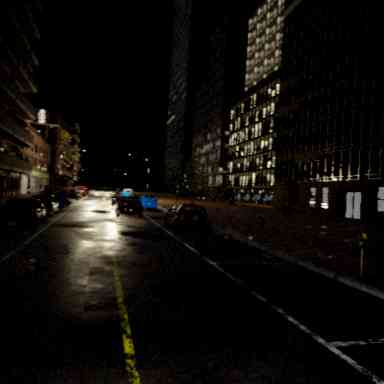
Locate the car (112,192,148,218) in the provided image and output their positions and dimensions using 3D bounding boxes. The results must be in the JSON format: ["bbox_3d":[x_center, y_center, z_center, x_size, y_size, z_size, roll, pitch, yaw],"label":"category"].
[{"bbox_3d":[-4.878,1.058,25.628,1.882,1.535,5.008,4,0,-15],"label":"car"}]

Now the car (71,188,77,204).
[{"bbox_3d":[-12.727,0.570,32.616,1.752,1.417,4.829,5,0,-15],"label":"car"}]

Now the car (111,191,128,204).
[{"bbox_3d":[-8.183,0.921,37.800,1.895,1.301,4.718,4,0,-15],"label":"car"}]

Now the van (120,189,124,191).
[{"bbox_3d":[-11.963,0.325,61.850,1.690,1.788,3.998,5,0,-15],"label":"van"}]

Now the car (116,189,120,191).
[{"bbox_3d":[-16.388,0.163,78.138,1.752,1.417,4.829,5,0,-15],"label":"car"}]

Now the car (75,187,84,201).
[{"bbox_3d":[-15.684,0.362,43.529,2.008,1.369,4.403,5,0,-15],"label":"car"}]

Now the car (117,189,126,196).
[{"bbox_3d":[-17.801,0.072,83.349,1.887,1.381,4.507,5,0,-15],"label":"car"}]

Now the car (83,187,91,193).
[{"bbox_3d":[-27.330,-0.519,86.530,1.802,1.307,4.206,5,0,-15],"label":"car"}]

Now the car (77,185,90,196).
[{"bbox_3d":[-20.032,-0.217,59.654,2.192,1.841,5.009,5,0,-15],"label":"car"}]

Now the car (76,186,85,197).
[{"bbox_3d":[-17.093,0.226,48.741,1.752,1.417,4.829,5,0,-15],"label":"car"}]

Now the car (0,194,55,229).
[{"bbox_3d":[-8.409,0.952,16.655,1.947,1.339,4.313,5,0,-15],"label":"car"}]

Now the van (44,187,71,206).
[{"bbox_3d":[-11.302,0.498,27.405,1.690,1.788,3.998,5,0,-15],"label":"van"}]

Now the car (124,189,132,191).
[{"bbox_3d":[-9.111,0.734,51.263,1.752,1.417,4.829,5,0,-15],"label":"car"}]

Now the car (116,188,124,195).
[{"bbox_3d":[-19.247,-0.145,88.725,1.967,1.590,4.097,5,0,-15],"label":"car"}]

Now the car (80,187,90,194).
[{"bbox_3d":[-24.416,-0.329,75.779,1.887,1.381,4.507,5,0,-15],"label":"car"}]

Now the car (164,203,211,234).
[{"bbox_3d":[-0.328,1.342,18.850,1.967,1.590,4.097,5,0,-15],"label":"car"}]

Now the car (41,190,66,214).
[{"bbox_3d":[-9.863,0.822,22.029,2.008,1.369,4.403,5,0,-15],"label":"car"}]

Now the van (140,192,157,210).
[{"bbox_3d":[-4.686,0.898,34.976,1.690,1.788,3.998,5,0,-15],"label":"van"}]
